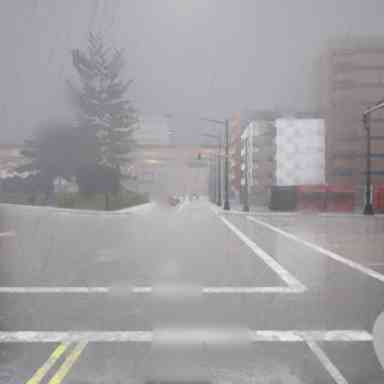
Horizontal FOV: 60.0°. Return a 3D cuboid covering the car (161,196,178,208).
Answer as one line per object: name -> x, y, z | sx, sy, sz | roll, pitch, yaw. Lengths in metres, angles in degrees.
car -> -3.436, 1.452, 48.684 | 1.882, 1.535, 5.008 | 0, 0, 0

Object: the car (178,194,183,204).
car -> -3.331, 1.567, 64.099 | 1.895, 1.301, 4.718 | 0, 0, 1
